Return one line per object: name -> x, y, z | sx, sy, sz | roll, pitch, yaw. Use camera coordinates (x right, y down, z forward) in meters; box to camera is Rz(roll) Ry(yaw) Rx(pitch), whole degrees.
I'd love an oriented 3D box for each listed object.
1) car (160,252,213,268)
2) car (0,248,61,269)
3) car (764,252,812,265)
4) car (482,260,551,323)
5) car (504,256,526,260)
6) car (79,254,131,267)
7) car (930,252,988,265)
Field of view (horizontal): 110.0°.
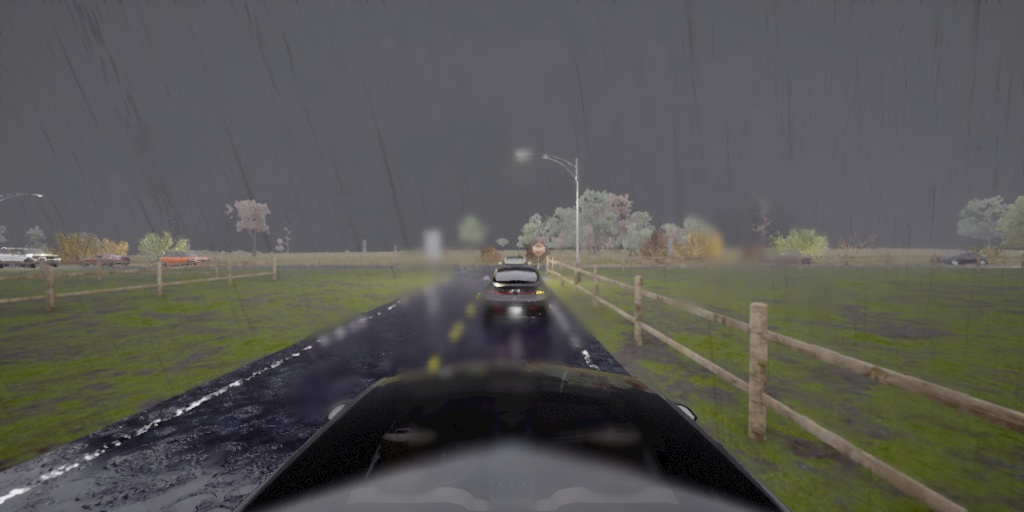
car -> -34.287, 0.342, 37.747 | 4.553, 1.767, 2.097 | 0, 1, 1
car -> -51.584, 0.166, 38.040 | 5.566, 2.045, 2.150 | 0, 1, 1
car -> 30.695, 0.317, 39.902 | 4.674, 1.442, 1.812 | 0, 1, 1
car -> 0.132, 1.034, 11.131 | 1.837, 1.490, 4.892 | 0, 1, 0
car -> 0.182, 0.761, 22.740 | 1.837, 1.490, 4.892 | 0, 1, 0
car -> -46.188, 0.476, 40.777 | 4.674, 1.442, 1.812 | 0, 1, 1
car -> 49.317, 0.353, 39.585 | 4.892, 1.490, 1.837 | 0, 1, 1
